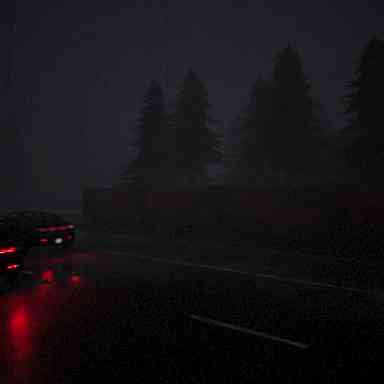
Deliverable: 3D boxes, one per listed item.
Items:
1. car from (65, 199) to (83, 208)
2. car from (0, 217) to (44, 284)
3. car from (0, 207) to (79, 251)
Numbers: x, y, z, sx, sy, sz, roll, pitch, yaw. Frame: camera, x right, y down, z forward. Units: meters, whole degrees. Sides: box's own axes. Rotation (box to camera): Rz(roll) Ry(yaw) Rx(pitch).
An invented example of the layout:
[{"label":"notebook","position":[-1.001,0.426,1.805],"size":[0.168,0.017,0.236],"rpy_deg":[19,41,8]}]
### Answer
[{"label":"car","position":[-14.272,1.598,43.810],"size":[1.895,1.301,4.718],"rpy_deg":[0,0,35]},{"label":"car","position":[-6.119,1.491,8.311],"size":[4.902,1.511,2.128],"rpy_deg":[0,0,36]},{"label":"car","position":[-6.565,1.488,12.966],"size":[4.902,1.511,2.128],"rpy_deg":[0,0,36]}]
